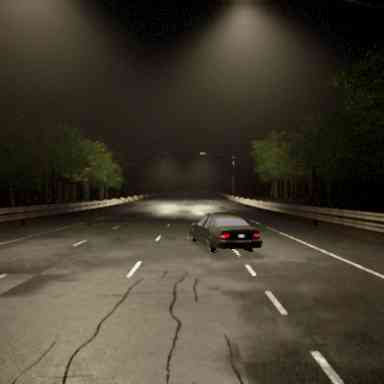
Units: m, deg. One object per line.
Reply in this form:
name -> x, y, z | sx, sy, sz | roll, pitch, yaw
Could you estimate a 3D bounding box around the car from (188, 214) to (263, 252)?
car -> 1.243, 1.681, 14.560 | 2.033, 1.411, 5.357 | 0, -1, -13
